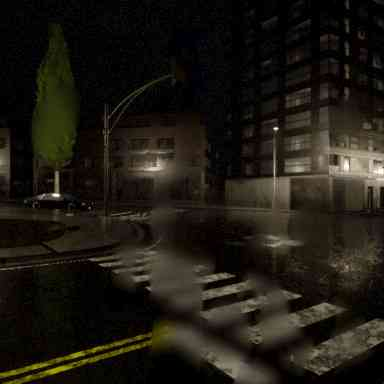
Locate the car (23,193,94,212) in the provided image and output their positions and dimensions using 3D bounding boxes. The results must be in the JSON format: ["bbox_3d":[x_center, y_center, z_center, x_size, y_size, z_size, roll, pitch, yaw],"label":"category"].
[{"bbox_3d":[-10.534,0.787,26.305,5.357,1.411,2.033,1,0,11],"label":"car"}]
